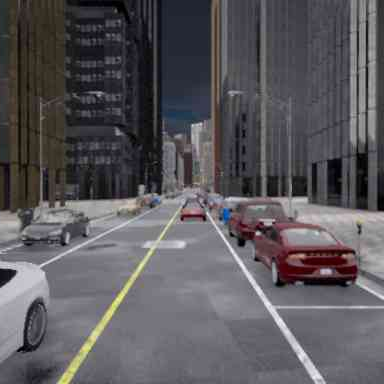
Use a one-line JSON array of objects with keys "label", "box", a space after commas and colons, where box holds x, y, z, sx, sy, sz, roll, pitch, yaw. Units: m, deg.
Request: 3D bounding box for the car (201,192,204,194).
[{"label": "car", "box": [2.747, 1.075, 47.768, 2.192, 1.841, 5.009, 0, 0, 0]}]

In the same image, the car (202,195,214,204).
[{"label": "car", "box": [2.743, 1.253, 58.820, 1.887, 1.381, 4.507, 0, 0, 0]}]

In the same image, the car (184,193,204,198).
[{"label": "car", "box": [0.087, 1.265, 44.875, 2.128, 1.511, 4.902, 0, 0, 0]}]

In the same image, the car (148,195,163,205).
[{"label": "car", "box": [-5.782, 1.259, 53.134, 1.752, 1.417, 4.829, 0, 0, 0]}]

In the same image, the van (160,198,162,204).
[{"label": "van", "box": [-5.782, 1.100, 47.779, 1.690, 1.788, 3.998, 0, 0, 0]}]

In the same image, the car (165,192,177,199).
[{"label": "car", "box": [-5.791, 0.906, 85.867, 2.192, 1.841, 5.009, 0, 0, 0]}]

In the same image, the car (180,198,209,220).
[{"label": "car", "box": [0.092, 1.430, 26.334, 1.994, 1.385, 4.181, 0, 0, 0]}]

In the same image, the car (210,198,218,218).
[{"label": "car", "box": [2.759, 1.421, 25.668, 2.008, 1.369, 4.403, 0, 0, 0]}]

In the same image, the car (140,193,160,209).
[{"label": "car", "box": [-5.782, 1.101, 42.253, 2.192, 1.841, 5.009, 0, 0, 0]}]

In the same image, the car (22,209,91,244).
[{"label": "car", "box": [-5.778, 1.476, 14.630, 2.008, 1.369, 4.403, 0, 0, 0]}]

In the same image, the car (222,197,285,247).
[{"label": "car", "box": [2.763, 1.241, 14.616, 2.192, 1.841, 5.009, 0, 0, 0]}]

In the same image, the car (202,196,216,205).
[{"label": "car", "box": [2.745, 1.284, 53.295, 2.008, 1.369, 4.403, 0, 0, 0]}]

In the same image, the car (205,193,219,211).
[{"label": "car", "box": [2.753, 1.255, 36.719, 1.967, 1.590, 4.097, 0, 0, 0]}]

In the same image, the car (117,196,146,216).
[{"label": "car", "box": [-5.780, 1.368, 31.035, 1.752, 1.417, 4.829, 0, 0, 0]}]

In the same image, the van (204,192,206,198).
[{"label": "van", "box": [2.750, 1.128, 42.243, 1.690, 1.788, 3.998, 0, 0, 0]}]

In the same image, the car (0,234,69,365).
[{"label": "car", "box": [-3.097, 1.508, 3.419, 1.812, 1.442, 4.674, 0, 0, 0]}]

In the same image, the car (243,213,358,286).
[{"label": "car", "box": [2.767, 1.498, 9.092, 1.887, 1.381, 4.507, 0, 0, 0]}]

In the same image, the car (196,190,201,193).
[{"label": "car", "box": [2.734, 0.907, 85.860, 2.192, 1.841, 5.009, 0, 0, 0]}]

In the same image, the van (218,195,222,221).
[{"label": "van", "box": [2.761, 1.239, 20.142, 1.690, 1.788, 3.998, 0, 0, 0]}]
